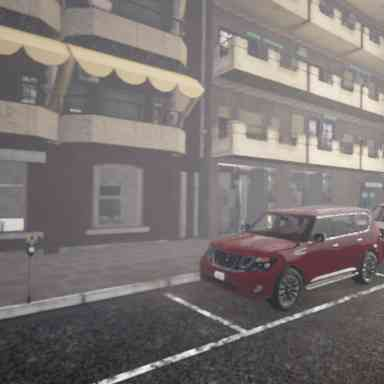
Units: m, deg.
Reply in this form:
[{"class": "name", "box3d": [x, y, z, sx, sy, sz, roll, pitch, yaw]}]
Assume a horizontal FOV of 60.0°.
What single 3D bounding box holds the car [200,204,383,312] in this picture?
[{"class": "car", "box3d": [2.588, 1.293, 7.915, 5.009, 1.841, 2.192, 0, 2, -35]}]
